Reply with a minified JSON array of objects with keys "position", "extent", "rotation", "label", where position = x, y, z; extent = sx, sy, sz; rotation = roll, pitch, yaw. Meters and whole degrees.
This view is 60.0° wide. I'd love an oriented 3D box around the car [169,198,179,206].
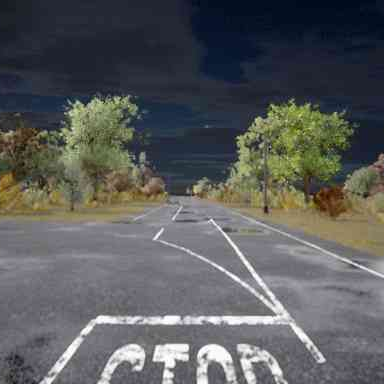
[{"position":[-3.744,2.091,69.463],"extent":[1.837,1.490,4.892],"rotation":[0,0,0],"label":"car"}]
